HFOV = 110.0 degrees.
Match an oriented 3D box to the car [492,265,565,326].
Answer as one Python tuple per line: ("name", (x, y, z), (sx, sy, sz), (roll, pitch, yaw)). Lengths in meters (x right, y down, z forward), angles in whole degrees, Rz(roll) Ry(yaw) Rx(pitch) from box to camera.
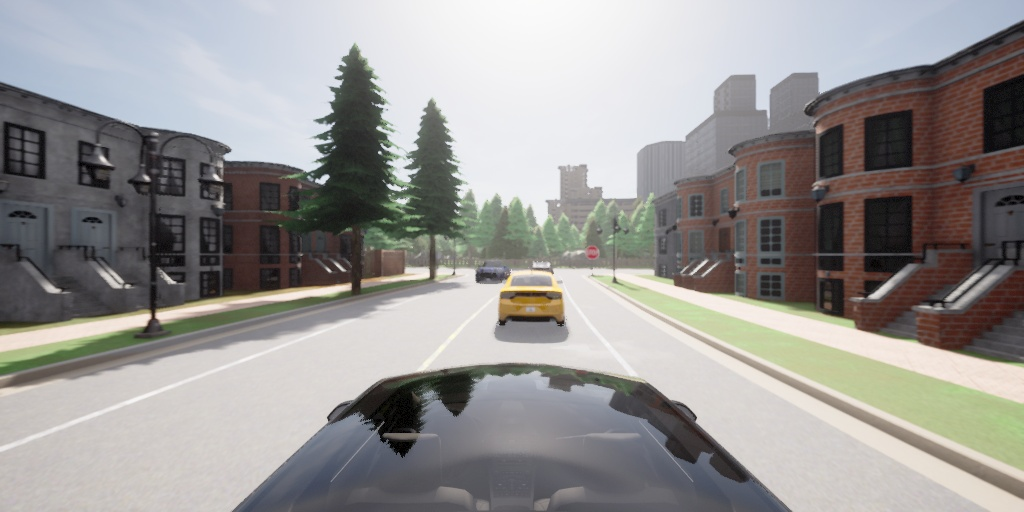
("car", (0.667, 1.223, 11.763), (1.882, 1.535, 5.008), (0, 0, 4))

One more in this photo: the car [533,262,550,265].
("car", (2.438, 1.231, 29.431), (2.128, 1.511, 4.902), (0, 0, 6))

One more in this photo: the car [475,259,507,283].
("car", (-1.428, 1.087, 27.581), (2.097, 1.767, 4.553), (0, 0, 7))
